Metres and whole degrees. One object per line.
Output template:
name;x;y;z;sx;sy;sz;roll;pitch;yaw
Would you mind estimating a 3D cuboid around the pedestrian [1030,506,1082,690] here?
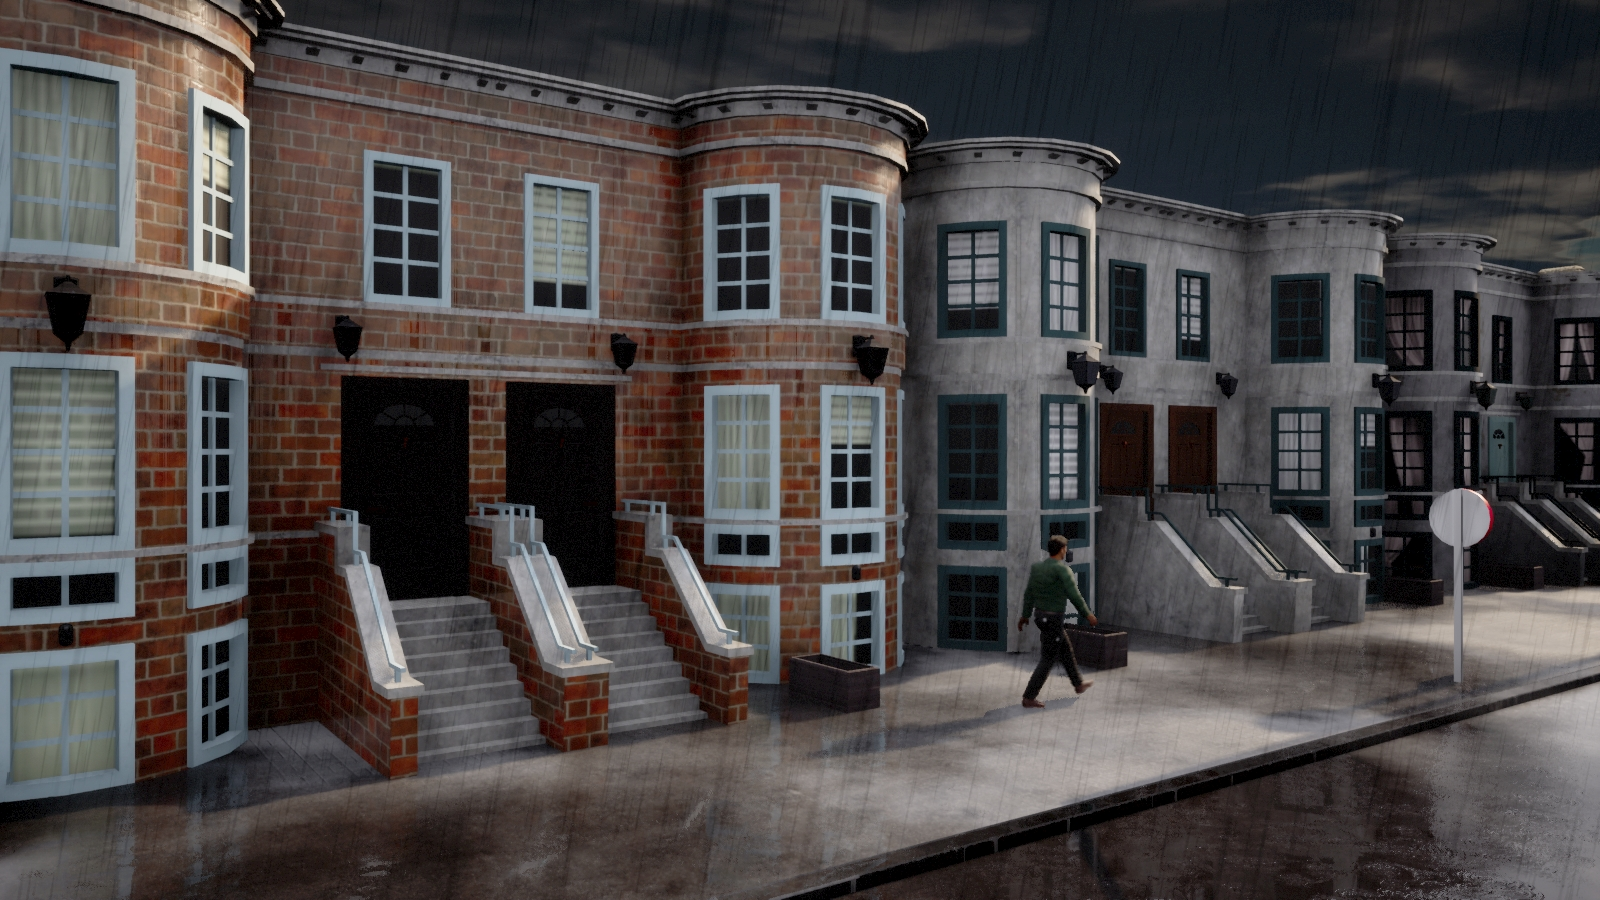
pedestrian;2.675;1.524;11.959;0.375;1.860;0.375;0;0;-27
